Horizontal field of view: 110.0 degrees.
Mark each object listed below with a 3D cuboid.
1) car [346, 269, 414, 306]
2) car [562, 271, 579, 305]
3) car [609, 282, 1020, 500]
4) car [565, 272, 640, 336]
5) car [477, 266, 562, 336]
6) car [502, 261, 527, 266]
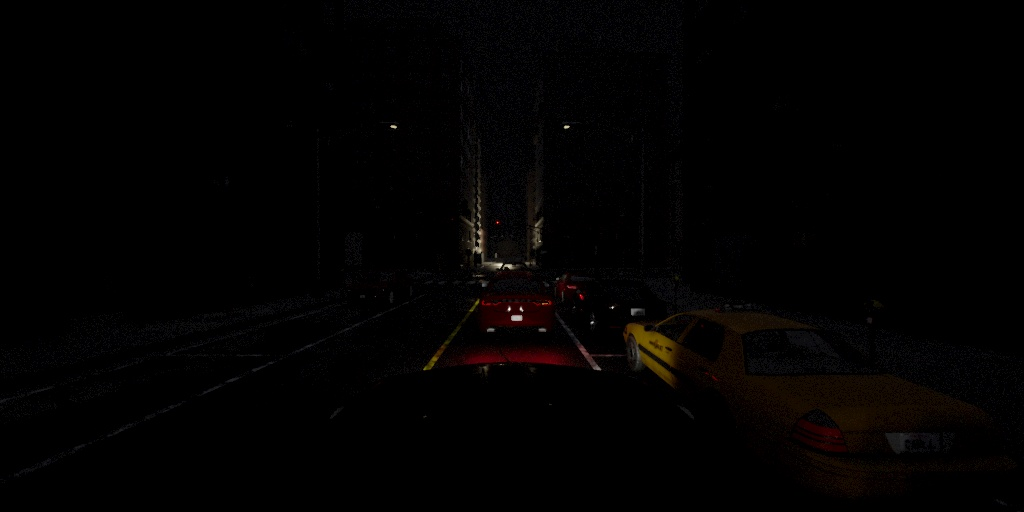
[{"bbox_3d":[-5.654,1.290,15.837,1.888,1.381,4.507,0,0,0],"label":"car"},{"bbox_3d":[2.891,1.327,15.828,1.802,1.307,4.207,0,0,0],"label":"car"},{"bbox_3d":[2.875,1.274,4.826,1.751,1.417,4.829,0,0,0],"label":"car"},{"bbox_3d":[2.883,1.313,10.242,1.948,1.339,4.313,0,0,0],"label":"car"},{"bbox_3d":[0.106,1.225,10.421,1.882,1.535,5.008,0,0,0],"label":"car"},{"bbox_3d":[0.121,1.096,20.751,2.097,1.767,4.553,0,0,0],"label":"car"}]
